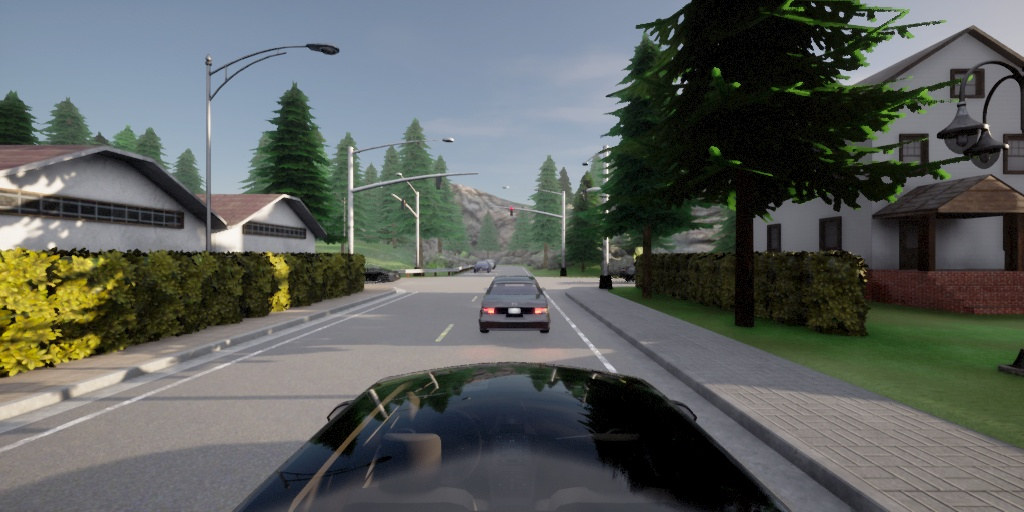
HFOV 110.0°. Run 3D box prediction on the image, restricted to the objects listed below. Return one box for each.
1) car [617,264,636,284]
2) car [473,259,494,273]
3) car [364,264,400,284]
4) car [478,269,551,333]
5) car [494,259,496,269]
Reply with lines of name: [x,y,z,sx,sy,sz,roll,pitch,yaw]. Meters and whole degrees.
car: [10.217,1.225,26.102,4.902,1.511,2.128,0,0,0]
car: [-3.573,1.275,43.609,1.812,1.442,4.674,0,0,0]
car: [-10.390,1.298,26.250,4.181,1.385,1.994,0,0,0]
car: [0.075,1.297,10.692,2.033,1.411,5.357,0,0,0]
car: [-3.568,1.274,53.627,1.812,1.442,4.674,0,0,0]
